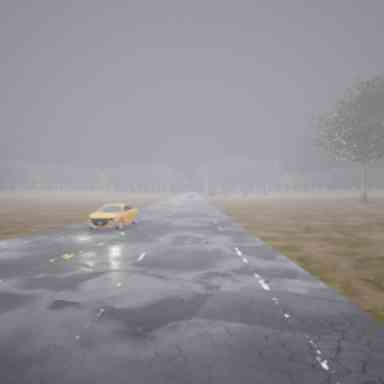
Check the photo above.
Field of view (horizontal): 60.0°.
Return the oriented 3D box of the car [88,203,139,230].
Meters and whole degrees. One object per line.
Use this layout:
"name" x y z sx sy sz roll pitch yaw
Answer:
"car" -4.877 1.471 21.229 1.882 1.535 5.008 0 0 7
